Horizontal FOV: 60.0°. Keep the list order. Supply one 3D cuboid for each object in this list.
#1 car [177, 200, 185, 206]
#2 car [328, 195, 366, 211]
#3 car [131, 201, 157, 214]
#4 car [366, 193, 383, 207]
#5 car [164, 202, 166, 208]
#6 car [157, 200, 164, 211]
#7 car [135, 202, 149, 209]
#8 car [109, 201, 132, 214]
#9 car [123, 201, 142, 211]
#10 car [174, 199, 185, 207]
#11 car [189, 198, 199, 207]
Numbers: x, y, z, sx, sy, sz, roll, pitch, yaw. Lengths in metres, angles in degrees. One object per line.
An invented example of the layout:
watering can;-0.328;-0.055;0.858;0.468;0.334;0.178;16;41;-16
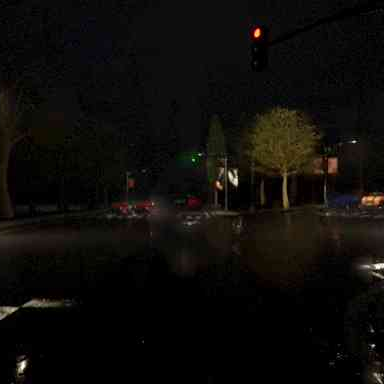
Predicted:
car;-2.751;2.746;83.135;1.837;1.490;4.892;0;-1;0
car;16.228;1.098;35.218;5.008;1.535;1.882;-1;0;-42
car;-6.239;2.000;43.726;1.882;1.535;5.008;0;-1;0
car;22.968;0.863;41.505;4.553;1.767;2.097;-1;0;-42
car;-6.117;2.396;63.893;1.837;1.490;4.892;0;-1;0
car;-6.187;2.244;53.648;2.033;1.411;5.357;0;-1;1
car;-9.377;2.460;62.282;1.895;1.301;4.718;0;-1;0
car;-9.489;2.000;43.746;1.882;1.535;5.008;0;-1;0
car;-9.442;2.180;53.250;2.128;1.511;4.902;0;-1;1
car;-2.811;2.425;73.081;2.097;1.767;4.553;0;-1;0
car;0.436;2.289;72.732;2.150;2.045;5.566;0;-1;0
